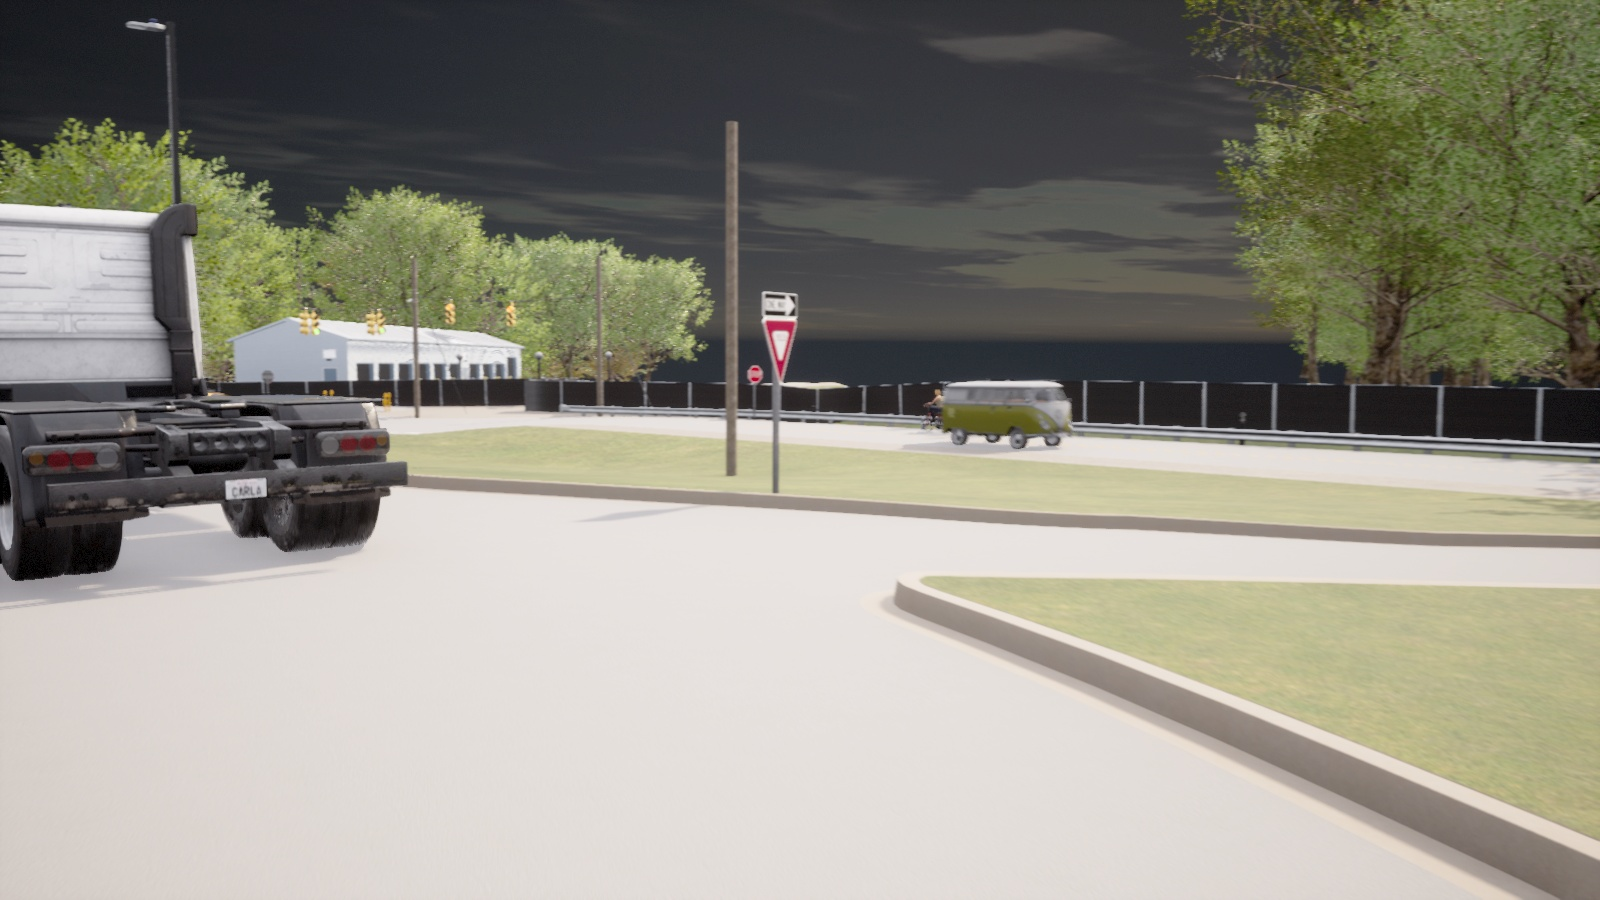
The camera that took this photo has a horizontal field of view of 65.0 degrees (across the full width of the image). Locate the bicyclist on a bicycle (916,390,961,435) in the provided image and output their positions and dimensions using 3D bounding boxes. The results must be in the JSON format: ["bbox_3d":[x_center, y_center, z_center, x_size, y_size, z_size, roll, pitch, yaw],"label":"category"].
[{"bbox_3d":[5.100,-1.398,46.182,0.866,1.612,1.509,-3,5,-36],"label":"bicyclist on a bicycle"}]

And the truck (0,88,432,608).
[{"bbox_3d":[-6.773,-0.931,12.315,2.891,3.462,7.936,-4,6,-41],"label":"truck"}]

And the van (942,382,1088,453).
[{"bbox_3d":[6.464,-1.065,38.191,1.775,1.987,4.442,-3,5,-35],"label":"van"}]
